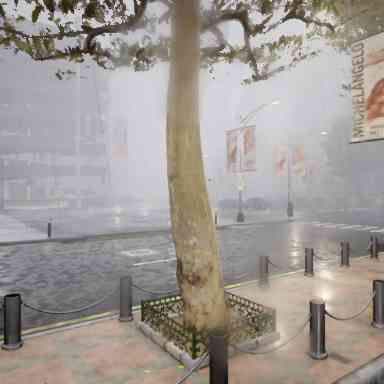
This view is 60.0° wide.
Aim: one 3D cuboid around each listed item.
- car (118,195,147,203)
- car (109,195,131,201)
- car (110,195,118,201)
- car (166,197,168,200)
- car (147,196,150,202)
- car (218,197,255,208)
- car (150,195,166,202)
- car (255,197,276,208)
[{"bbox_3d":[-12.102,1.504,67.498,4.892,1.490,1.837,0,0,31],"label":"car"},{"bbox_3d":[-17.563,1.440,81.108,4.892,1.490,1.837,0,0,12],"label":"car"},{"bbox_3d":[-18.523,1.427,77.742,5.008,1.535,1.882,0,0,12],"label":"car"},{"bbox_3d":[-7.966,1.525,77.300,4.902,1.511,2.128,0,0,26],"label":"car"},{"bbox_3d":[-12.255,1.474,71.654,5.008,1.535,1.882,0,0,26],"label":"car"},{"bbox_3d":[5.972,1.547,47.453,2.033,1.411,5.357,0,0,-35],"label":"car"},{"bbox_3d":[-8.987,1.478,73.888,5.008,1.535,1.882,0,0,30],"label":"car"},{"bbox_3d":[9.817,1.504,48.056,1.837,1.490,4.892,0,0,-36],"label":"car"}]
